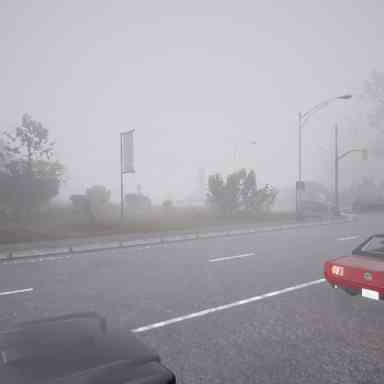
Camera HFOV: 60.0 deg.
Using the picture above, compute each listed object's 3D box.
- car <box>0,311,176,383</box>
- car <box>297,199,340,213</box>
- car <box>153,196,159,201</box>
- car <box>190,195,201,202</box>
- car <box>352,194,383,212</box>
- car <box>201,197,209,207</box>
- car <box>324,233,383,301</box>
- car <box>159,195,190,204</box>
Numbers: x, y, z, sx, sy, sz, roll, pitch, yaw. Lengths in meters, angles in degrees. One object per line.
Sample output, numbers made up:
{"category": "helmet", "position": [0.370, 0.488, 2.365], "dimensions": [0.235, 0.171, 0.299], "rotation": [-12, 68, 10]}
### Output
{"category": "car", "position": [-2.376, 1.601, 2.041], "dimensions": [4.718, 1.301, 1.895], "rotation": [0, 0, -36]}
{"category": "car", "position": [12.379, 1.366, 32.899], "dimensions": [1.994, 1.385, 4.181], "rotation": [-1, 0, -33]}
{"category": "car", "position": [-6.684, 1.328, 74.005], "dimensions": [1.895, 1.301, 4.718], "rotation": [-1, 0, -38]}
{"category": "car", "position": [0.046, 1.275, 65.737], "dimensions": [2.033, 1.411, 5.357], "rotation": [-1, 0, -38]}
{"category": "car", "position": [18.213, 1.116, 32.370], "dimensions": [2.097, 1.767, 4.553], "rotation": [-1, 0, -44]}
{"category": "car", "position": [3.884, 1.284, 43.903], "dimensions": [1.882, 1.535, 5.008], "rotation": [-1, 1, -39]}
{"category": "car", "position": [5.072, 1.570, 7.378], "dimensions": [4.718, 1.301, 1.895], "rotation": [0, 0, -36]}
{"category": "car", "position": [-3.081, 1.262, 58.185], "dimensions": [1.882, 1.535, 5.008], "rotation": [-1, 0, -38]}
